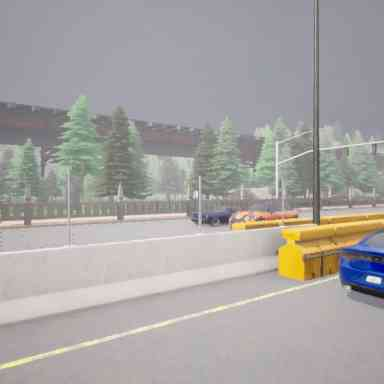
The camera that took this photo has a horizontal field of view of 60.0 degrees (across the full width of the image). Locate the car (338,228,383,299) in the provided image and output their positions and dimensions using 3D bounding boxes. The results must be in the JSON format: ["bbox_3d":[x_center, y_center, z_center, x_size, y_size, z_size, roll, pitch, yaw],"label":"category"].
[{"bbox_3d":[5.382,1.478,7.602,5.008,1.535,1.882,0,0,-36],"label":"car"}]
